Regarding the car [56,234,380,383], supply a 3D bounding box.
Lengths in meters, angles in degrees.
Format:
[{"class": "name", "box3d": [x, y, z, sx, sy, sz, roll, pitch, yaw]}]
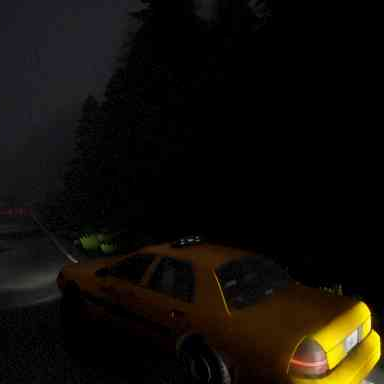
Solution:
[{"class": "car", "box3d": [-0.257, 1.418, 5.070, 5.366, 1.575, 1.801, 1, 1, 44]}]

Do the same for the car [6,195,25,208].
[{"class": "car", "box3d": [-21.209, 1.058, 40.010, 2.128, 1.511, 4.902, -2, 2, -27]}]
